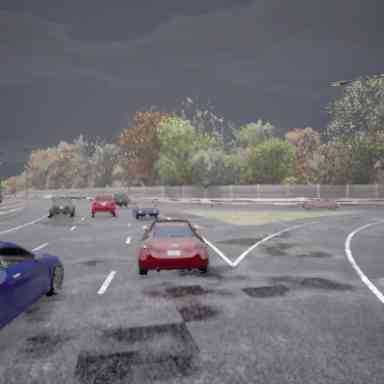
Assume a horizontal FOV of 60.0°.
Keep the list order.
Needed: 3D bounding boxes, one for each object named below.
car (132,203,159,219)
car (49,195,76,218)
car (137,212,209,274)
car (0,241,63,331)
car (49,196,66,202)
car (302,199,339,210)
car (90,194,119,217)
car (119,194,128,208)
[{"bbox_3d":[-4.143,1.606,28.878,1.895,1.301,4.718,0,0,-15],"label":"car"},{"bbox_3d":[-12.041,1.385,31.067,2.097,1.767,4.553,0,0,-18],"label":"car"},{"bbox_3d":[-0.664,1.563,10.707,1.994,1.385,4.181,0,0,-6],"label":"car"},{"bbox_3d":[-3.736,1.537,5.645,1.812,1.442,4.674,0,0,-3],"label":"car"},{"bbox_3d":[-31.358,1.588,77.547,4.892,1.490,1.837,0,0,45],"label":"car"},{"bbox_3d":[15.482,1.531,40.276,4.181,1.385,1.994,0,0,6],"label":"car"},{"bbox_3d":[-8.667,1.242,32.428,2.150,2.045,5.566,0,0,-16],"label":"car"},{"bbox_3d":[-10.704,1.244,47.222,2.150,2.045,5.566,0,0,-25],"label":"car"}]
